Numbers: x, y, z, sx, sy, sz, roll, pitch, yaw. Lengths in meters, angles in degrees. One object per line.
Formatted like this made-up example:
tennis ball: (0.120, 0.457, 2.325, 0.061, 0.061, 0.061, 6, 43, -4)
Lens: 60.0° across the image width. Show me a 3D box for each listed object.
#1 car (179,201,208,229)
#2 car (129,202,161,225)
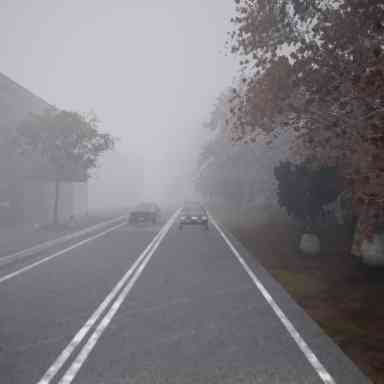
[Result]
car: (0.100, 1.551, 21.754, 2.033, 1.411, 5.357, 0, 0, 0)
car: (-3.348, 1.482, 24.336, 1.882, 1.535, 5.008, 0, 0, 0)
